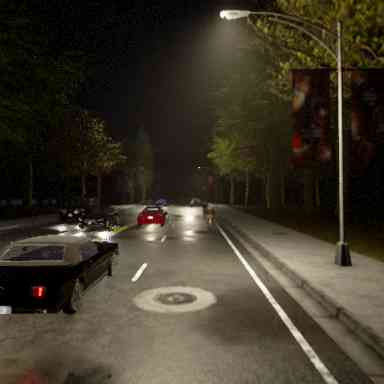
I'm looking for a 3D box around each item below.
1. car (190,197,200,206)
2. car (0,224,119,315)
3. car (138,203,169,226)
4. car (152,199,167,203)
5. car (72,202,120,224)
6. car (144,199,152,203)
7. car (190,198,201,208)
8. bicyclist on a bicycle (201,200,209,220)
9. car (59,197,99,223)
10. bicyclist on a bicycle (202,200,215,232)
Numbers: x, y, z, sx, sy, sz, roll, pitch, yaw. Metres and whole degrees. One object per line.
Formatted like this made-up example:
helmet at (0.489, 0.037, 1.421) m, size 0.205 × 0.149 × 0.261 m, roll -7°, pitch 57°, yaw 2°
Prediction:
car at (0.733, 2.103, 73.829) m, size 2.097 × 1.767 × 4.553 m, roll 0°, pitch -1°, yaw 1°
car at (-3.067, 1.668, 7.670) m, size 1.895 × 1.301 × 4.718 m, roll 0°, pitch 0°, yaw 1°
car at (-2.894, 1.790, 25.341) m, size 1.994 × 1.385 × 4.181 m, roll 0°, pitch -1°, yaw 1°
car at (-5.895, 2.113, 64.291) m, size 1.882 × 1.535 × 5.008 m, roll 0°, pitch -1°, yaw 1°
car at (-6.362, 1.712, 23.161) m, size 1.837 × 1.490 × 4.892 m, roll 0°, pitch -1°, yaw 1°
car at (-9.050, 2.263, 70.487) m, size 1.994 × 1.385 × 4.181 m, roll 0°, pitch -1°, yaw 1°
car at (0.709, 2.116, 60.934) m, size 1.812 × 1.442 × 4.674 m, roll 0°, pitch -1°, yaw 1°
bicyclist on a bicycle at (1.201, 1.643, 30.601) m, size 0.659 × 1.776 × 1.843 m, roll 0°, pitch 0°, yaw 1°
car at (-9.557, 1.486, 28.934) m, size 2.150 × 2.045 × 5.566 m, roll 0°, pitch -1°, yaw 1°
bicyclist on a bicycle at (1.101, 1.547, 20.485) m, size 0.659 × 1.776 × 1.843 m, roll 0°, pitch 0°, yaw 1°
